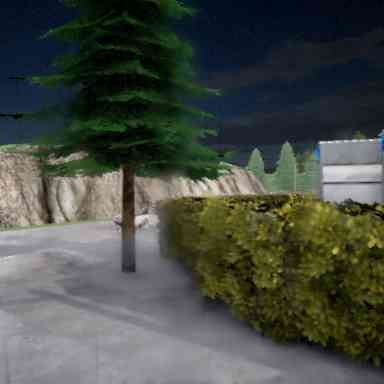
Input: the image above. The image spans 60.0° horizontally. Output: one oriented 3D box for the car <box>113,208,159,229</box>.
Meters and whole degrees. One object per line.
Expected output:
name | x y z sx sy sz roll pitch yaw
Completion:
car | -2.924 1.684 22.197 1.895 1.301 4.718 0 0 33
